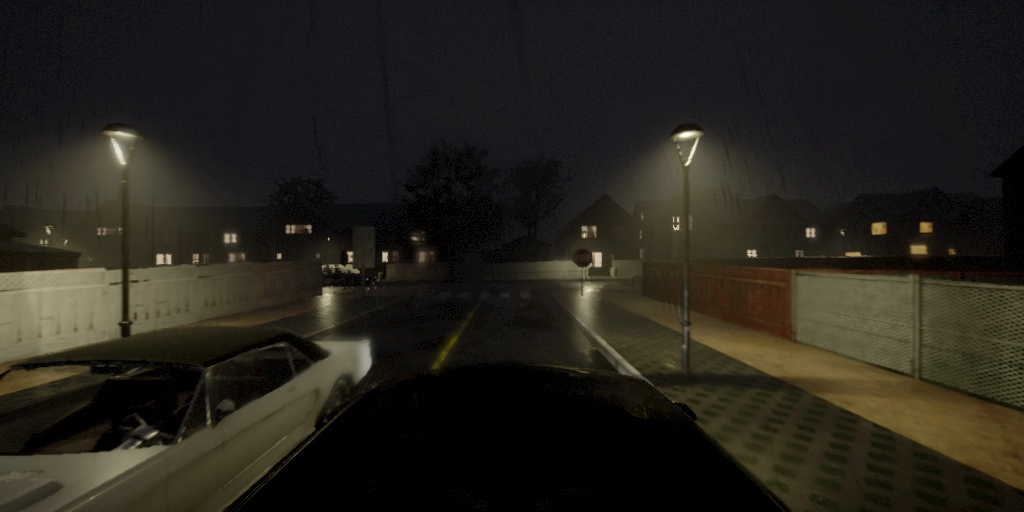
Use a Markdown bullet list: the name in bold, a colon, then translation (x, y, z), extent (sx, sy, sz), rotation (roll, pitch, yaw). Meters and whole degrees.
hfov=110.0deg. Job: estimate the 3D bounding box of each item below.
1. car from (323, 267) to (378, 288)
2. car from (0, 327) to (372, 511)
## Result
- **car**: translation (-11.525, 1.391, 22.933), extent (5.357, 1.411, 2.033), rotation (-1, -1, 0)
- **car**: translation (-2.839, 1.350, 2.653), extent (1.895, 1.301, 4.718), rotation (0, 0, 0)
